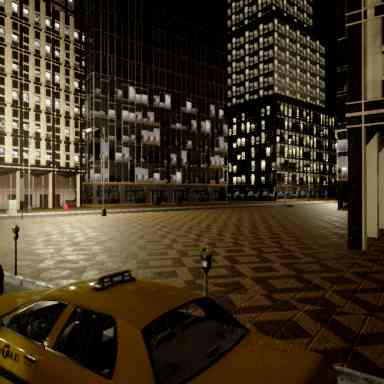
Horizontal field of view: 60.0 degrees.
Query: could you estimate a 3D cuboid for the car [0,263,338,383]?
[{"bbox_3d":[-1.011,1.526,3.594,4.829,1.417,1.752,0,0,35],"label":"car"}]
